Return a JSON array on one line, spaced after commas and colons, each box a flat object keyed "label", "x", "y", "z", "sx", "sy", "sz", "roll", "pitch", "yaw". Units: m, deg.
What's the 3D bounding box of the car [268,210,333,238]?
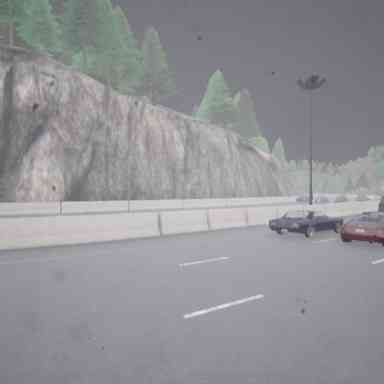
[{"label": "car", "x": 6.227, "y": 1.613, "z": 17.703, "sx": 4.718, "sy": 1.301, "sz": 1.895, "roll": 0, "pitch": 0, "yaw": -40}]

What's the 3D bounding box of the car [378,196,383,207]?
[{"label": "car", "x": 17.573, "y": 1.255, "z": 28.166, "sx": 2.150, "sy": 2.045, "sz": 5.566, "roll": 0, "pitch": 0, "yaw": 45}]

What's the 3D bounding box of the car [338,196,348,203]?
[{"label": "car", "x": 28.350, "y": 1.493, "z": 63.200, "sx": 1.837, "sy": 1.490, "sz": 4.892, "roll": 0, "pitch": 0, "yaw": 35}]

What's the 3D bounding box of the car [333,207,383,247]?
[{"label": "car", "x": 8.467, "y": 1.569, "z": 15.014, "sx": 4.181, "sy": 1.385, "sz": 1.994, "roll": 0, "pitch": 0, "yaw": -40}]
